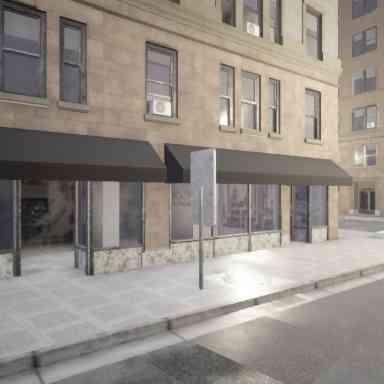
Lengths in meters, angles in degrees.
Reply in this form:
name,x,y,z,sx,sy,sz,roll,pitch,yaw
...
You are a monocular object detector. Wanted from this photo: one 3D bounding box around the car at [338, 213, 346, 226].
name,x,y,z,sx,sy,sz,roll,pitch,yaw
car,8.109,1.562,22.878,1.812,1.442,4.674,0,0,-37
